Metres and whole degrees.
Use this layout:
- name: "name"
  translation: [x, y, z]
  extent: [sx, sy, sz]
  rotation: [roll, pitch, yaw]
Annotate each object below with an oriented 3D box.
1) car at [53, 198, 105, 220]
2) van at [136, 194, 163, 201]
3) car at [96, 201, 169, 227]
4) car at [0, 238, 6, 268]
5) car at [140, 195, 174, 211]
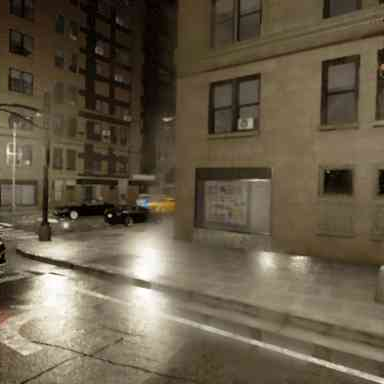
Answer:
- name: "car"
  translation: [-8.396, 1.258, 26.107]
  extent: [1.882, 1.535, 5.008]
  rotation: [2, 1, 36]
- name: "van"
  translation: [-4.333, 1.128, 36.134]
  extent: [1.690, 1.788, 3.998]
  rotation: [2, 0, 36]
- name: "car"
  translation: [-3.858, 1.519, 22.233]
  extent: [1.947, 1.339, 4.313]
  rotation: [2, 0, 36]
- name: "car"
  translation: [-6.573, 1.338, 8.373]
  extent: [4.902, 1.511, 2.128]
  rotation: [1, 0, 35]
- name: "car"
  translation: [-2.617, 1.336, 34.115]
  extent: [1.882, 1.535, 5.008]
  rotation: [2, 1, 36]
